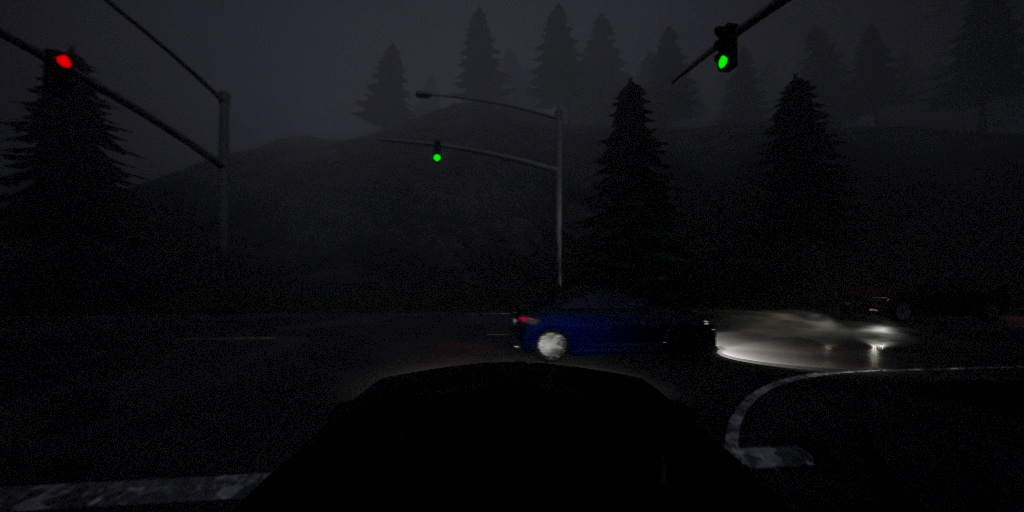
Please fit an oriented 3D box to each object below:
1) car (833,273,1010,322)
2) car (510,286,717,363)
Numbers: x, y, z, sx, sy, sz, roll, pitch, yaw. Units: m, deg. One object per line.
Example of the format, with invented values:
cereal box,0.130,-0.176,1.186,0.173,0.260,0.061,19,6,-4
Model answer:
car,13.904,1.344,12.341,5.008,1.535,1.882,0,0,-4
car,2.057,1.357,7.773,4.181,1.385,1.994,0,0,-5
